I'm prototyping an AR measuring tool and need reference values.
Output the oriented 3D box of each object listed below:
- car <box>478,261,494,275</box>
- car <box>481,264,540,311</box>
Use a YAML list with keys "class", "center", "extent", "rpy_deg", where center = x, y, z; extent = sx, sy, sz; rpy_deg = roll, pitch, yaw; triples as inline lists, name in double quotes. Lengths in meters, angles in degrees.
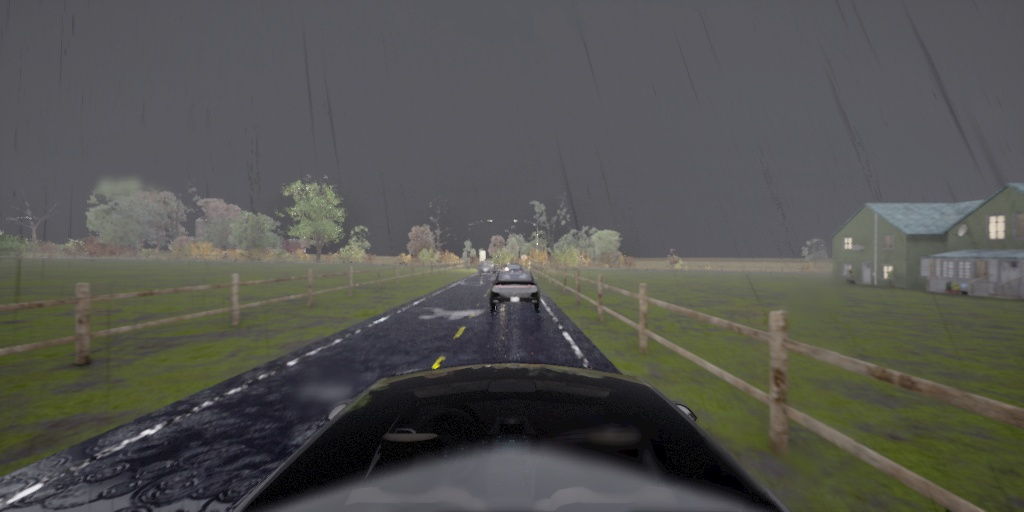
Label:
- class: "car"
  center: [-2.829, 1.348, 41.316]
  extent: [2.128, 1.511, 4.902]
  rpy_deg: [0, 0, 0]
- class: "car"
  center: [0.103, 1.271, 14.635]
  extent: [2.128, 1.511, 4.902]
  rpy_deg: [0, 0, 0]
